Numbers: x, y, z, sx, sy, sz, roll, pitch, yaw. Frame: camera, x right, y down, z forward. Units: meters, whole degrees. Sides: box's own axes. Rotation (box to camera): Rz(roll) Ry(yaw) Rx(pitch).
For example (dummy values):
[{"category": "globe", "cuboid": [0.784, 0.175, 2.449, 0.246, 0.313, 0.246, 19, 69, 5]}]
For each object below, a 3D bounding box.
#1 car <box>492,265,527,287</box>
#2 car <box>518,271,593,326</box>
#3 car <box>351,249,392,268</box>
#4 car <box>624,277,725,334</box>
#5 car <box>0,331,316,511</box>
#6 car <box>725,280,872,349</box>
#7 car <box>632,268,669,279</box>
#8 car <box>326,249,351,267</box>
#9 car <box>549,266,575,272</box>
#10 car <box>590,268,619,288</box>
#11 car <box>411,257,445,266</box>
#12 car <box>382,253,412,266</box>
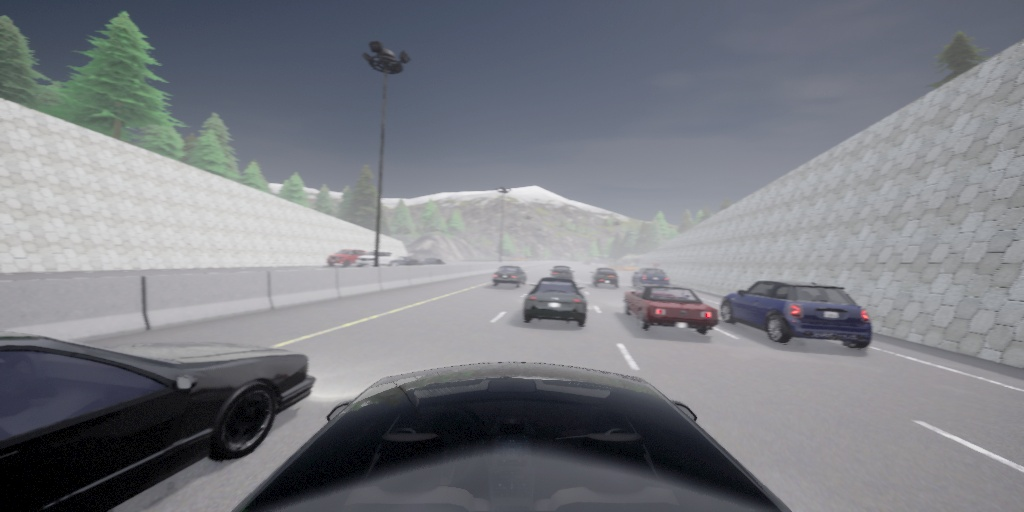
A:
[{"category": "car", "cuboid": [-0.082, 1.381, 25.309, 2.033, 1.411, 5.357, 3, 0, 9]}, {"category": "car", "cuboid": [1.540, 1.427, 12.484, 1.994, 1.385, 4.181, 3, 0, 9]}, {"category": "car", "cuboid": [-15.501, 0.375, 41.045, 2.150, 2.045, 5.566, 3, 0, 9]}, {"category": "car", "cuboid": [5.007, 1.629, 12.043, 1.895, 1.301, 4.718, 3, 0, 8]}, {"category": "car", "cuboid": [-3.576, 1.126, 1.874, 2.033, 1.411, 5.357, 3, 0, 9]}, {"category": "car", "cuboid": [8.428, 1.541, 11.201, 2.097, 1.767, 4.553, 3, 0, 8]}, {"category": "car", "cuboid": [11.066, 1.734, 28.890, 2.097, 1.767, 4.553, 3, 0, 8]}, {"category": "car", "cuboid": [-18.961, 0.211, 41.546, 2.150, 2.045, 5.566, 3, 0, 9]}, {"category": "car", "cuboid": [4.186, 1.561, 30.217, 1.837, 1.490, 4.892, 3, 0, 8]}, {"category": "car", "cuboid": [7.645, 1.726, 29.713, 1.837, 1.490, 4.892, 3, 0, 8]}, {"category": "car", "cuboid": [-8.746, 0.977, 39.086, 1.837, 1.490, 4.892, 3, -1, 9]}, {"category": "car", "cuboid": [-12.077, 0.807, 40.398, 2.128, 1.511, 4.902, 3, 0, 9]}]
